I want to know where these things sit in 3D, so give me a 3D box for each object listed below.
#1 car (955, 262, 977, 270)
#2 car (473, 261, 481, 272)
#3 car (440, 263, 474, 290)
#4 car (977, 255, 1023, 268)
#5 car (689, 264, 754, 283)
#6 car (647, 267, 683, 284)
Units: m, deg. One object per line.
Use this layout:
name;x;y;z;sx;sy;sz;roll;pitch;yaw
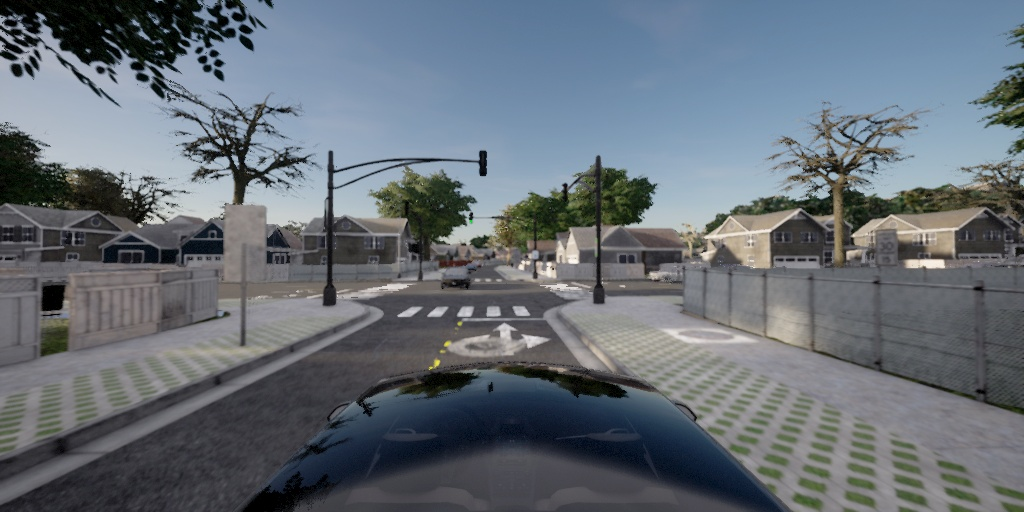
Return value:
car;40.736;1.265;31.204;5.357;1.411;2.033;-1;-1;-3
car;-6.633;1.858;58.902;2.033;1.411;5.357;0;0;-5
car;-3.863;1.496;25.222;1.882;1.535;5.008;0;0;-4
car;40.570;0.890;27.947;5.566;2.045;2.150;0;-1;-3
car;15.994;1.385;26.623;5.008;1.535;1.882;0;-1;-3
car;13.845;1.574;29.756;4.718;1.301;1.895;0;-1;-3
